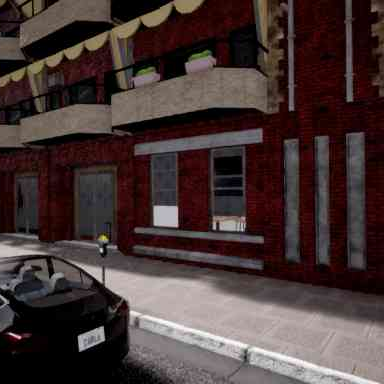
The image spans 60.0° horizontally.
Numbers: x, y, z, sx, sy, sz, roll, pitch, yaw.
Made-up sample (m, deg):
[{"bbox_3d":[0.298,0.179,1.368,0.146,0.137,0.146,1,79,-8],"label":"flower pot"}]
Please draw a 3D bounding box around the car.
[{"bbox_3d":[-2.739,1.567,4.681,4.313,1.339,1.947,0,-1,35],"label":"car"}]
